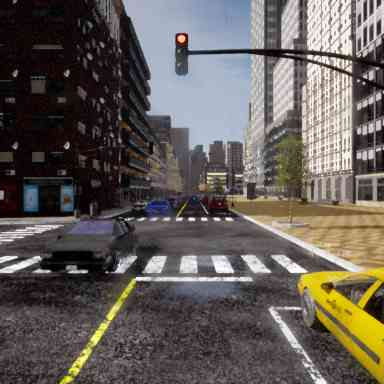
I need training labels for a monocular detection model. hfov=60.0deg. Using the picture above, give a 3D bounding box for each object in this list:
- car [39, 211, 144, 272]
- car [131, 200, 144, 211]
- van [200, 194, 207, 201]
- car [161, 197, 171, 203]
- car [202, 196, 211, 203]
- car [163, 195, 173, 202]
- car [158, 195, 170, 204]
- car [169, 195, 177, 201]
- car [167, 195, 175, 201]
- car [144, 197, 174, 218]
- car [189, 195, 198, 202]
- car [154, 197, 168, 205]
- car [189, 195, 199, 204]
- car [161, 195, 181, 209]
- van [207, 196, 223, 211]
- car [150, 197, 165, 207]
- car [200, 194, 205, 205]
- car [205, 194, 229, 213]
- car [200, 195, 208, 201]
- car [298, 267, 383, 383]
[{"bbox_3d":[-3.061,1.582,11.127,2.033,1.411,5.357,0,-1,0],"label":"car"},{"bbox_3d":[-5.529,1.563,36.420,2.008,1.369,4.403,0,0,0],"label":"car"},{"bbox_3d":[3.099,1.441,91.648,1.690,1.788,3.998,0,0,0],"label":"van"},{"bbox_3d":[-5.380,1.639,69.580,1.802,1.307,4.206,0,0,0],"label":"car"},{"bbox_3d":[3.000,1.602,69.542,1.887,1.381,4.507,0,0,0],"label":"car"},{"bbox_3d":[-5.355,1.507,75.107,1.967,1.590,4.097,0,0,0],"label":"car"},{"bbox_3d":[-5.405,1.488,64.053,1.967,1.590,4.097,0,0,0],"label":"car"},{"bbox_3d":[-5.279,1.644,91.685,1.887,1.381,4.507,0,0,0],"label":"car"},{"bbox_3d":[-5.305,1.613,85.990,1.752,1.417,4.829,0,0,0],"label":"car"},{"bbox_3d":[-2.957,1.486,30.781,1.882,1.535,5.008,0,0,0],"label":"car"},{"bbox_3d":[0.350,1.570,76.587,1.837,1.490,4.892,0,0,0],"label":"car"},{"bbox_3d":[-5.430,1.584,58.526,1.887,1.381,4.507,0,0,0],"label":"car"},{"bbox_3d":[0.402,1.405,66.692,2.097,1.767,4.553,0,0,0],"label":"car"},{"bbox_3d":[-2.889,1.522,44.887,1.837,1.490,4.892,0,1,0],"label":"car"},{"bbox_3d":[2.874,1.358,41.909,1.690,1.788,3.998,0,0,0],"label":"van"},{"bbox_3d":[-5.455,1.581,53.000,2.008,1.369,4.403,0,0,0],"label":"car"},{"bbox_3d":[2.949,1.354,58.488,2.192,1.841,5.009,0,0,0],"label":"car"},{"bbox_3d":[2.849,1.327,36.383,2.192,1.841,5.009,0,0,0],"label":"car"},{"bbox_3d":[3.076,1.614,86.292,1.752,1.417,4.829,0,0,0],"label":"car"},{"bbox_3d":[2.705,1.525,4.140,1.752,1.417,4.829,0,0,0],"label":"car"}]
